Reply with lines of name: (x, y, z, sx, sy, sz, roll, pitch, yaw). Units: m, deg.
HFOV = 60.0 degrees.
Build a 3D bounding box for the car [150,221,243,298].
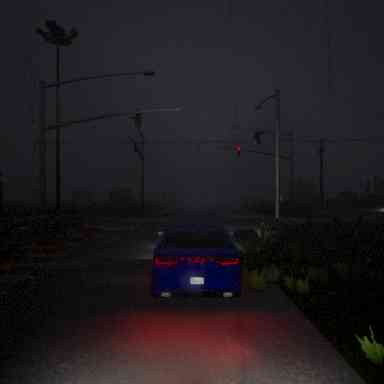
car: (0.101, 1.478, 8.582, 1.882, 1.535, 5.008, 0, 0, 0)
